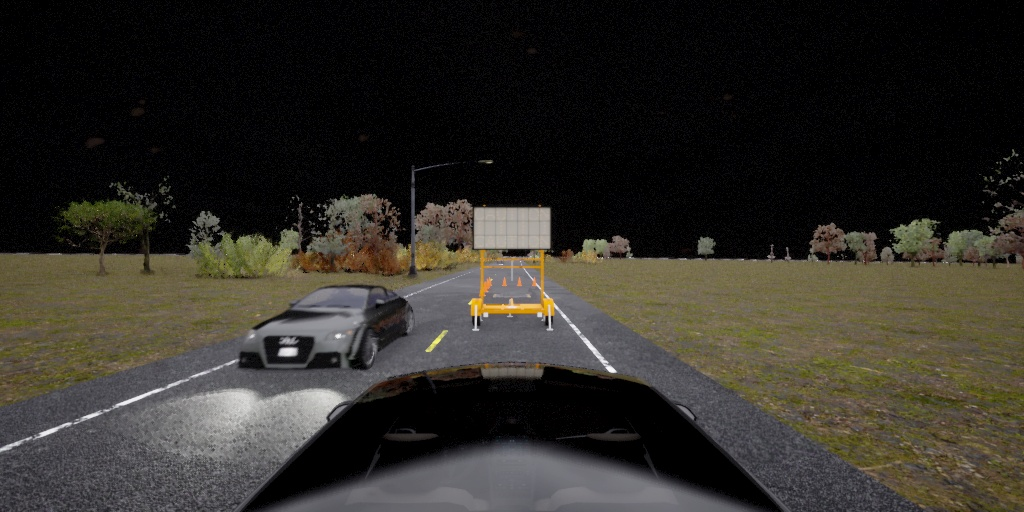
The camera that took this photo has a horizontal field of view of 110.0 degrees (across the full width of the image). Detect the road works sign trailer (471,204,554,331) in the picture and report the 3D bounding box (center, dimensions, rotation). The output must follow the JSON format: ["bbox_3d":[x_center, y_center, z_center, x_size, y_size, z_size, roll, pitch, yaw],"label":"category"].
[{"bbox_3d":[0.004,0.218,11.028,2.380,3.560,2.880,0,0,-1],"label":"road works sign trailer"}]

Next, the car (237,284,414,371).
[{"bbox_3d":[-3.505,1.316,7.608,1.994,1.385,4.181,0,0,0],"label":"car"}]
